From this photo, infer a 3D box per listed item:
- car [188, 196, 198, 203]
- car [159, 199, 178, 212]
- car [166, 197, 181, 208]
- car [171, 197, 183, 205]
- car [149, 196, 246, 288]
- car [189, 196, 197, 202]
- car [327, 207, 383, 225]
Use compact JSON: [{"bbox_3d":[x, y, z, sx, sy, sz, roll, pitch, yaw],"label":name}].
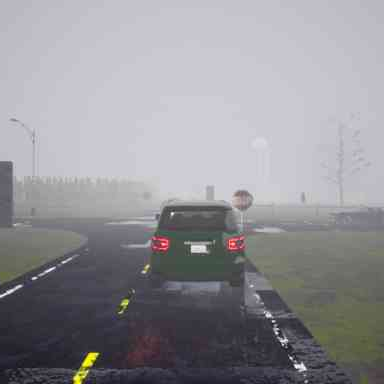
[{"bbox_3d":[0.293,1.630,70.144,2.033,1.411,5.357,0,0,0],"label":"car"},{"bbox_3d":[-2.726,1.592,39.486,1.994,1.385,4.181,0,0,0],"label":"car"},{"bbox_3d":[-2.705,1.568,49.455,1.812,1.442,4.674,0,0,1],"label":"car"},{"bbox_3d":[-2.659,1.609,59.953,2.033,1.411,5.357,0,0,0],"label":"car"},{"bbox_3d":[0.106,1.224,9.349,2.150,2.045,5.566,0,0,0],"label":"car"},{"bbox_3d":[0.217,1.631,80.593,1.812,1.442,4.674,0,0,0],"label":"car"},{"bbox_3d":[12.956,1.798,25.355,4.718,1.301,1.895,1,1,0],"label":"car"}]
